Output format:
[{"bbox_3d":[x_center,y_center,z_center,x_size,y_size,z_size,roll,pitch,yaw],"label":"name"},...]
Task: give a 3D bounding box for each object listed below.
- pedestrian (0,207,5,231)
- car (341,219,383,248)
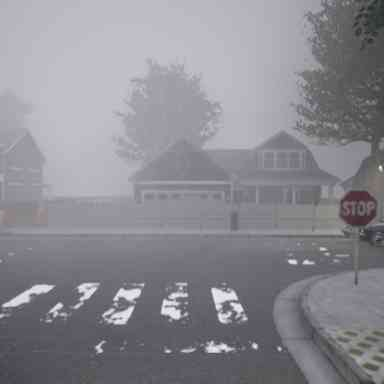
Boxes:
[{"bbox_3d":[-9.781,1.324,16.991,0.375,1.300,0.375,0,0,-1],"label":"pedestrian"},{"bbox_3d":[9.064,1.614,14.285,4.718,1.301,1.895,0,1,-1],"label":"car"}]
